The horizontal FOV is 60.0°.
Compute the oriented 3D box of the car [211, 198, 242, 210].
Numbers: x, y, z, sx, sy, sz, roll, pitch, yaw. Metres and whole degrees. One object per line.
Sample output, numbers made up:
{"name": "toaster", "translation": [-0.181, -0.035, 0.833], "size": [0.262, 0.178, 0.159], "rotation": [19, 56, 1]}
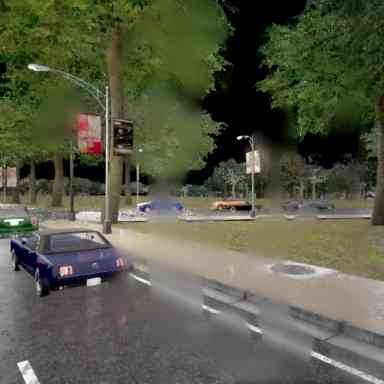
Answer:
{"name": "car", "translation": [4.771, 1.541, 43.887], "size": [4.553, 1.767, 2.097], "rotation": [0, 0, -14]}

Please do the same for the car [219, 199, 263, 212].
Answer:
{"name": "car", "translation": [6.181, 1.794, 40.890], "size": [4.718, 1.301, 1.895], "rotation": [0, 0, -14]}

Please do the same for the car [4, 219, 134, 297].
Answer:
{"name": "car", "translation": [-3.419, 1.601, 8.768], "size": [1.895, 1.301, 4.718], "rotation": [0, 0, -38]}

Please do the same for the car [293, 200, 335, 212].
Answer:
{"name": "car", "translation": [16.236, 1.747, 43.409], "size": [4.902, 1.511, 2.128], "rotation": [0, 0, -14]}

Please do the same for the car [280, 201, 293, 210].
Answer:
{"name": "car", "translation": [14.438, 1.813, 46.310], "size": [4.181, 1.385, 1.994], "rotation": [0, 0, -14]}

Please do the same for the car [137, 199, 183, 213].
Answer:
{"name": "car", "translation": [-3.582, 1.614, 38.434], "size": [5.008, 1.535, 1.882], "rotation": [0, 0, -13]}

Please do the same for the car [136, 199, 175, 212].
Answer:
{"name": "car", "translation": [-4.549, 1.660, 41.534], "size": [4.674, 1.442, 1.812], "rotation": [0, 0, -16]}

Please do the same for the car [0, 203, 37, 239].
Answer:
{"name": "car", "translation": [-8.880, 1.353, 15.908], "size": [2.097, 1.767, 4.553], "rotation": [0, 0, -37]}
